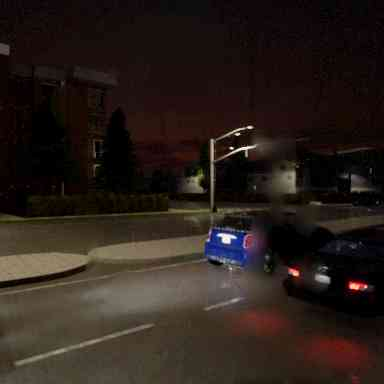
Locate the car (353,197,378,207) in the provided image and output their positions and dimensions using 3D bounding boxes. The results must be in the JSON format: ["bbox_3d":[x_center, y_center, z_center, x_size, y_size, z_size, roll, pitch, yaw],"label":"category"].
[{"bbox_3d":[26.506,1.492,50.830,4.902,1.511,2.128,0,0,-35],"label":"car"}]

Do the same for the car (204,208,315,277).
[{"bbox_3d":[2.603,1.352,10.487,4.553,1.767,2.097,0,0,-39],"label":"car"}]

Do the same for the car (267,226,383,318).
[{"bbox_3d":[4.227,1.547,7.307,5.357,1.411,2.033,0,0,-38],"label":"car"}]
